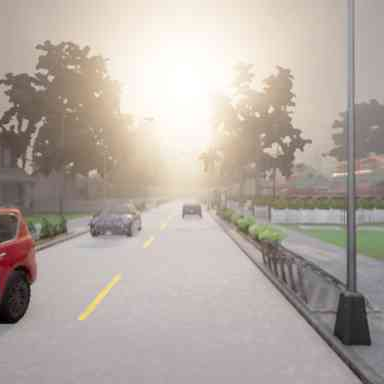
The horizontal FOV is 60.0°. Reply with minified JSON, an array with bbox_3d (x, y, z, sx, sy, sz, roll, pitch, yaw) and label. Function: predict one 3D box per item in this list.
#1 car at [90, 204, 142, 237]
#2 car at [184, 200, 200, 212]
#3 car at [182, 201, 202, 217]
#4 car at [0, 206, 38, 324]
[{"bbox_3d":[-4.150,1.482,18.805,2.097,1.767,4.553,0,0,0],"label":"car"},{"bbox_3d":[-0.049,1.849,44.032,2.033,1.411,5.357,0,0,0],"label":"car"},{"bbox_3d":[-0.015,1.711,34.059,1.882,1.535,5.008,0,-1,0],"label":"car"},{"bbox_3d":[-4.108,1.253,4.339,2.150,2.045,5.566,0,0,0],"label":"car"}]
